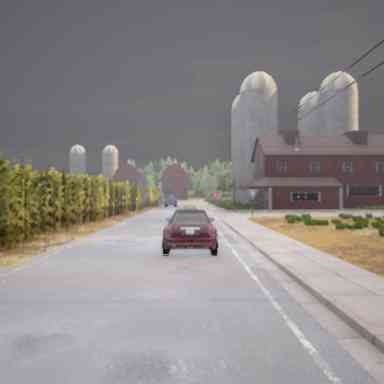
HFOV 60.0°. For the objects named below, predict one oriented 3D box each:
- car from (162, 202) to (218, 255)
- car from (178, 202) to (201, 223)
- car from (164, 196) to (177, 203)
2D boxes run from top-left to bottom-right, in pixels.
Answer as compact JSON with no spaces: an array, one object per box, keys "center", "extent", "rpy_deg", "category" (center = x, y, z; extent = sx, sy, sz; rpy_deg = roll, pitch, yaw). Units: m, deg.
[{"center":[-0.077,1.485,14.134],"extent":[2.097,1.767,4.553],"rpy_deg":[0,-1,0],"category":"car"},{"center":[-0.172,1.759,29.531],"extent":[1.882,1.535,5.008],"rpy_deg":[0,0,0],"category":"car"},{"center":[-3.902,1.798,62.312],"extent":[2.150,2.045,5.566],"rpy_deg":[0,-1,0],"category":"car"}]
